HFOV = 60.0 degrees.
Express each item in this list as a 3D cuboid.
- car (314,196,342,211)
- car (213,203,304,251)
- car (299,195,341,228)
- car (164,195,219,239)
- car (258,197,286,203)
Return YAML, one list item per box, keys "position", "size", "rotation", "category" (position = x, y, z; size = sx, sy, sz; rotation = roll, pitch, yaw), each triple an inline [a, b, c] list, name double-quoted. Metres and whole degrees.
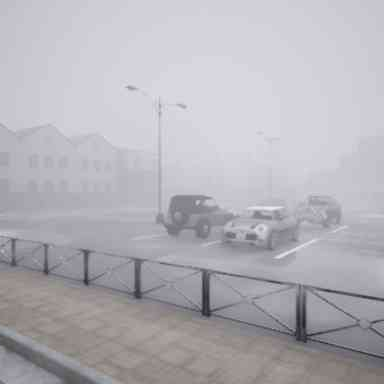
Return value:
- position: [14.763, 1.214, 35.968]
  size: [1.970, 1.475, 3.806]
  rotation: [0, 0, 35]
  category: "car"
- position: [2.765, 1.350, 13.180]
  size: [1.970, 1.475, 3.806]
  rotation: [0, 0, 35]
  category: "car"
- position: [7.618, 1.086, 20.133]
  size: [1.932, 1.855, 4.605]
  rotation: [0, 0, 35]
  category: "car"
- position: [0.399, 1.059, 15.594]
  size: [1.905, 1.878, 3.866]
  rotation: [0, 0, 35]
  category: "car"
- position: [7.709, 1.272, 32.315]
  size: [2.007, 1.523, 4.514]
  rotation: [0, 0, 35]
  category: "car"
